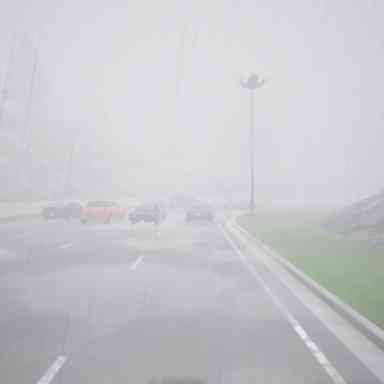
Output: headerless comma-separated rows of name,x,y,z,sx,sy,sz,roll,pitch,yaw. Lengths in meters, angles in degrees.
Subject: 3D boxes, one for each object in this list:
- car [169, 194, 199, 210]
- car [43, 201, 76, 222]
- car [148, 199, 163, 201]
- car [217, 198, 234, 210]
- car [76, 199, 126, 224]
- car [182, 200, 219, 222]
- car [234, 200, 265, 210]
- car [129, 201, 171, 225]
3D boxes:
car,-0.884,1.229,42.224,2.150,2.045,5.566,0,0,28
car,-9.890,1.482,26.527,1.882,1.535,5.008,0,0,6
car,-4.611,1.571,43.065,1.994,1.385,4.181,0,0,27
car,4.267,1.533,43.805,1.812,1.442,4.674,0,0,33
car,-6.418,1.357,24.696,2.097,1.767,4.553,0,0,5
car,0.773,1.568,26.088,1.994,1.385,4.181,0,0,8
car,7.599,1.608,42.586,1.895,1.301,4.718,0,0,35
car,-3.041,1.605,24.143,1.895,1.301,4.718,0,0,5
